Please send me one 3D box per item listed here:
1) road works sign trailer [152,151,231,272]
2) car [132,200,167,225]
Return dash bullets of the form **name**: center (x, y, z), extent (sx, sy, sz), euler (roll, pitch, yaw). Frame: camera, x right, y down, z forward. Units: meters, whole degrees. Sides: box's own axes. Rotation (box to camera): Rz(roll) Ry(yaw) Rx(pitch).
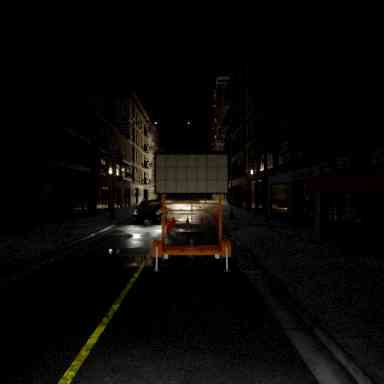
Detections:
- **road works sign trailer**: center (-0.006, 0.468, 10.818), extent (2.380, 3.560, 2.880), euler (0, 0, 0)
- **car**: center (-3.024, 1.366, 24.320), extent (2.097, 1.767, 4.553), euler (0, 0, 0)
